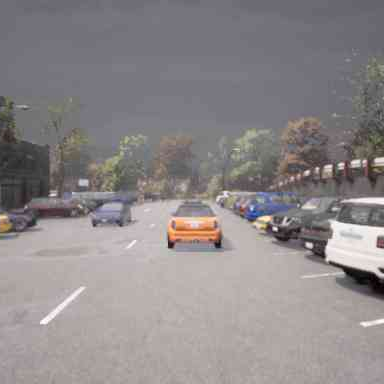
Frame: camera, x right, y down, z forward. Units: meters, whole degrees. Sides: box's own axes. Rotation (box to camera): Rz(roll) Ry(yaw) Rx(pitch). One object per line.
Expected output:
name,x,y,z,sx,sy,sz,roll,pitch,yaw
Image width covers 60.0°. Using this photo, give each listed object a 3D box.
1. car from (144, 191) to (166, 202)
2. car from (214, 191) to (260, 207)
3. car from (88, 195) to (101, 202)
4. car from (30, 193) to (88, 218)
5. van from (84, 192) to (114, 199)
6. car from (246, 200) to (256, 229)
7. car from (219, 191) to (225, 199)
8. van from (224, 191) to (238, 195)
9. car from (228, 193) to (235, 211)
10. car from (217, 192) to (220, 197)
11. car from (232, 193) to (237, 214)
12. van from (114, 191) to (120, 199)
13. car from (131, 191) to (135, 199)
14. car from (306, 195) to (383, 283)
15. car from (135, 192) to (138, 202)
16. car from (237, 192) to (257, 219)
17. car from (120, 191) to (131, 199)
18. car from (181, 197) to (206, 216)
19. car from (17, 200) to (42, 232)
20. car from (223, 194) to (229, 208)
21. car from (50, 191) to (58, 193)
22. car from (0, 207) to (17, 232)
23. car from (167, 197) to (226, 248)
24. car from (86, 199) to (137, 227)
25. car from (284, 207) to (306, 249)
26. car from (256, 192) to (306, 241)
car,-7.469,0.920,65.969,2.150,2.045,5.566,0,0,-39
car,6.009,0.962,44.447,5.566,2.045,2.435,1,0,-20
car,-10.980,1.308,29.838,4.892,1.521,2.231,-1,1,-20
car,-11.014,1.200,26.863,4.553,1.767,2.185,-1,0,-20
van,-11.085,1.046,35.705,4.442,1.987,1.878,-1,1,-20
car,5.776,1.376,17.164,5.366,1.575,1.946,1,1,-20
car,6.012,1.126,38.389,4.553,1.767,2.185,1,1,-20
van,6.084,1.046,35.405,4.442,1.987,1.878,1,0,-20
car,5.929,1.182,29.318,4.553,1.767,2.185,1,0,-20
car,5.964,0.981,41.386,5.566,2.045,2.435,1,1,-20
car,5.934,1.200,26.289,4.553,1.767,2.185,1,0,-20
van,-11.080,1.027,38.664,4.442,1.987,1.878,-1,1,-20
car,-10.940,0.962,44.640,5.566,2.045,2.435,-1,0,-20
car,5.971,1.185,8.172,5.566,2.045,2.435,1,0,-20
car,-10.978,0.925,50.524,5.566,2.045,2.435,-1,1,-20
car,5.984,1.112,20.263,5.566,2.045,2.435,1,0,-20
car,-10.945,0.981,41.681,5.566,2.045,2.435,-1,0,-20
car,0.122,1.301,31.249,2.128,1.511,4.902,0,0,0
car,-10.971,1.408,18.013,4.792,1.488,2.163,-1,0,-20
car,5.977,1.290,32.339,4.892,1.521,2.231,1,1,-20
car,-26.618,0.843,63.912,2.435,2.045,5.566,0,1,-19
car,-11.169,1.396,14.967,5.366,1.575,1.946,-1,1,-20
car,0.099,1.264,14.486,2.097,1.767,4.553,0,0,0
car,-5.090,1.395,21.673,1.812,1.442,4.674,0,0,0
car,5.928,1.419,11.195,4.892,1.521,2.231,1,0,-20
car,5.917,1.148,14.200,5.566,2.045,2.435,1,1,-20
